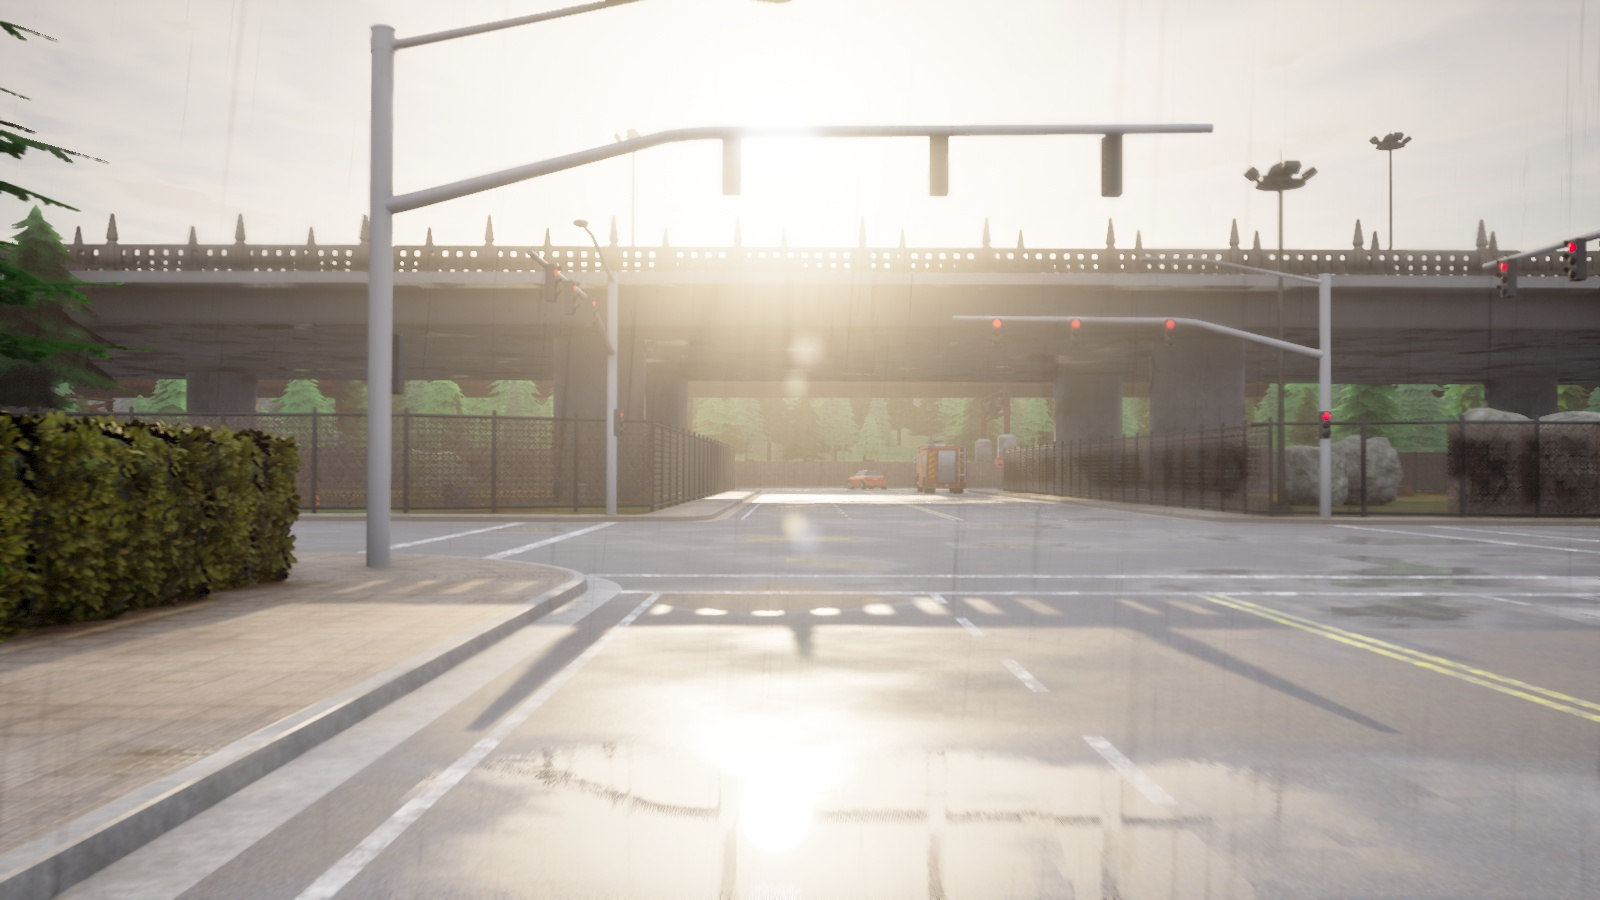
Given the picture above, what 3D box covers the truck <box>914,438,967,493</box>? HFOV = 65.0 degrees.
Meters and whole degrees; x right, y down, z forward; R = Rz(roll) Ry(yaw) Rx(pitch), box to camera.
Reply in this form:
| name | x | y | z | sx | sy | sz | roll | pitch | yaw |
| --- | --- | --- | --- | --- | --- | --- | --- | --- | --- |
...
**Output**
| name | x | y | z | sx | sy | sz | roll | pitch | yaw |
| --- | --- | --- | --- | --- | --- | --- | --- | --- | --- |
| truck | 10.271 | 1.157 | 92.467 | 2.891 | 3.827 | 8.468 | 0 | -1 | 0 |
